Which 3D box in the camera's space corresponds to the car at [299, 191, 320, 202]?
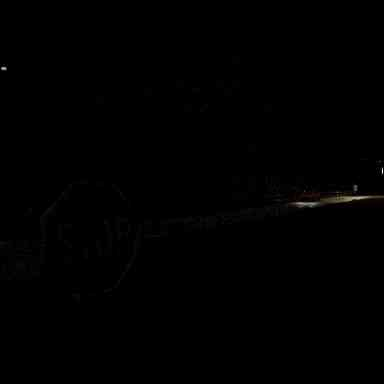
[{"bbox_3d":[16.944,0.642,47.738,1.882,1.535,5.008,-2,0,35],"label":"car"}]
